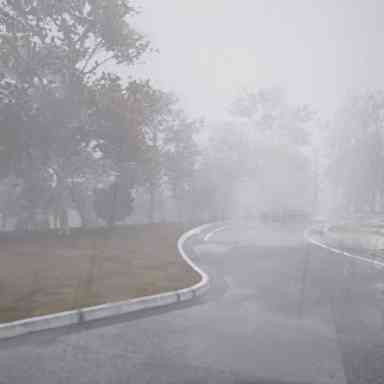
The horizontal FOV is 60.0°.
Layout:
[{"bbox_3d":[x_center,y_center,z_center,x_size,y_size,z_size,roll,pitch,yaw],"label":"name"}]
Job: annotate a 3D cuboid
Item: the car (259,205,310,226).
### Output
[{"bbox_3d":[6.769,1.658,24.153,1.895,1.301,4.718,0,0,42],"label":"car"}]
